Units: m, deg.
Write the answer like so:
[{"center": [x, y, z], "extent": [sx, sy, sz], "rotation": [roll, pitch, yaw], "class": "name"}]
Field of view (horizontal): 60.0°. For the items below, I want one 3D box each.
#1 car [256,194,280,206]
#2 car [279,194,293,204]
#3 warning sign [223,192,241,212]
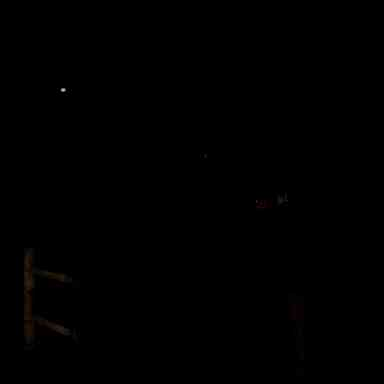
[{"center": [10.658, 1.354, 47.633], "extent": [1.895, 1.301, 4.718], "rotation": [0, 0, 31], "class": "car"}, {"center": [15.495, 1.069, 55.881], "extent": [2.097, 1.767, 4.553], "rotation": [0, 0, 31], "class": "car"}, {"center": [3.780, 0.937, 31.359], "extent": [1.300, 1.860, 1.060], "rotation": [-1, 0, 31], "class": "warning sign"}]
